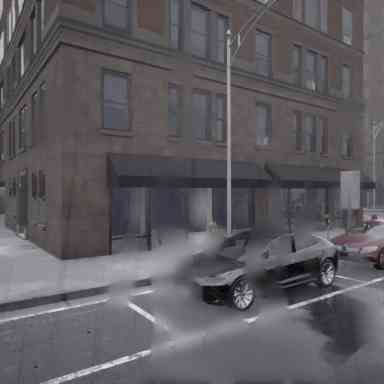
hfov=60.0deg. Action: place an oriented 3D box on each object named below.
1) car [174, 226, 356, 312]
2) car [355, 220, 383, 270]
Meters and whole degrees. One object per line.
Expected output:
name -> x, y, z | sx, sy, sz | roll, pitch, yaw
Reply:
car -> 1.644, 1.566, 7.709 | 4.313, 1.339, 1.947 | 0, 0, -36
car -> 6.122, 1.582, 10.905 | 4.206, 1.307, 1.802 | 0, 0, -36
